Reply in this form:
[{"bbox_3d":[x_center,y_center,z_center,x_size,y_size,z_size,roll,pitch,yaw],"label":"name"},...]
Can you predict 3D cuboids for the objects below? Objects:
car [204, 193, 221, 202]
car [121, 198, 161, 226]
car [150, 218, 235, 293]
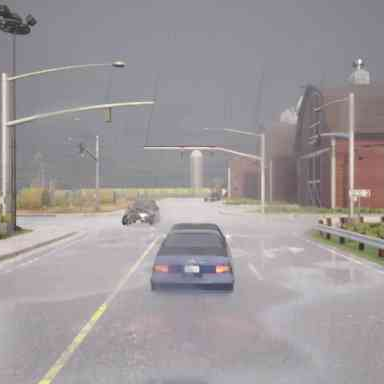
[{"bbox_3d":[4.465,1.135,73.594,1.905,1.878,3.866,-8,3,-42],"label":"car"},{"bbox_3d":[-3.405,1.305,23.372,2.097,1.767,4.553,0,0,0],"label":"car"},{"bbox_3d":[0.090,1.546,8.975,2.033,1.411,5.357,0,0,2],"label":"car"}]
